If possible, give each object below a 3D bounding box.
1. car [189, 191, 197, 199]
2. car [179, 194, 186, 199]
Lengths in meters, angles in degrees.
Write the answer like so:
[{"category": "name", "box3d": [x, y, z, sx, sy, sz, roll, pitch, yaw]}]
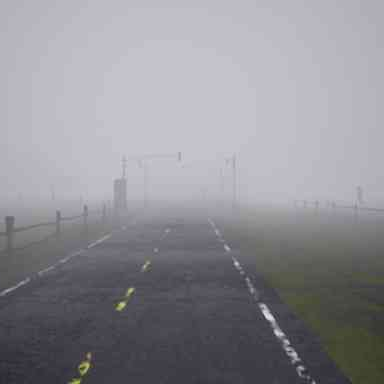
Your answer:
[{"category": "car", "box3d": [0.250, 1.130, 93.523, 1.882, 1.535, 5.008, 0, 0, 0]}, {"category": "car", "box3d": [-2.516, 1.223, 90.435, 1.994, 1.385, 4.181, 0, 0, 0]}]
